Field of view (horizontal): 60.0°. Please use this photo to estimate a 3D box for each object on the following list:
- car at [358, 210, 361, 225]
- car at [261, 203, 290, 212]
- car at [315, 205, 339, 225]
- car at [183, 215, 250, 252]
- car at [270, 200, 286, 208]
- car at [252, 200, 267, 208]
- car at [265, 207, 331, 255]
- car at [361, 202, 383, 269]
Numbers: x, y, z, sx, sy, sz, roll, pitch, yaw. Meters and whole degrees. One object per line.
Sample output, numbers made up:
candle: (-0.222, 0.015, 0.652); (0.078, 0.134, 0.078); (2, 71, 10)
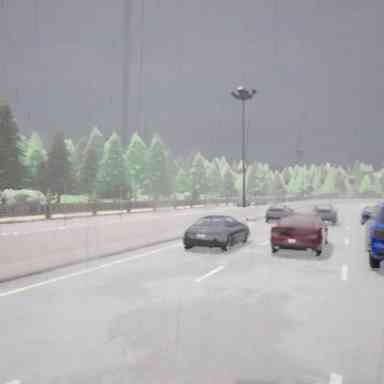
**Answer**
car: (14.146, 1.818, 26.016); (1.812, 1.442, 4.674); (0, -1, 26)
car: (7.652, 1.824, 28.672); (2.128, 1.511, 4.902); (0, -1, 26)
car: (10.812, 1.803, 27.167); (2.128, 1.511, 4.902); (0, -1, 26)
car: (1.224, 1.743, 15.126); (1.994, 1.385, 4.181); (0, -1, 25)
car: (16.416, 2.277, 63.481); (2.033, 1.411, 5.357); (0, -1, 26)
car: (13.222, 2.311, 64.920); (1.994, 1.385, 4.181); (0, -1, 26)
car: (4.704, 1.642, 14.297); (1.882, 1.535, 5.008); (0, 0, 26)
car: (7.129, 1.352, 11.283); (2.150, 2.045, 5.566); (0, 0, 26)
